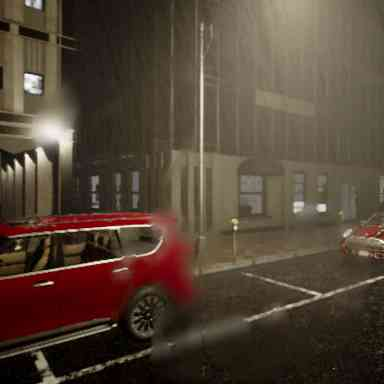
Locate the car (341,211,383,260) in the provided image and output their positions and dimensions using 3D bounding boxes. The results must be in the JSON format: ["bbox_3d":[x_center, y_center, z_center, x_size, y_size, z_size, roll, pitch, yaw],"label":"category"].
[{"bbox_3d":[6.969,1.375,11.499,4.097,1.590,1.967,0,1,-35],"label":"car"}]

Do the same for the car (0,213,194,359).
[{"bbox_3d":[-2.281,1.311,4.920,5.009,1.841,2.192,0,1,-35],"label":"car"}]
